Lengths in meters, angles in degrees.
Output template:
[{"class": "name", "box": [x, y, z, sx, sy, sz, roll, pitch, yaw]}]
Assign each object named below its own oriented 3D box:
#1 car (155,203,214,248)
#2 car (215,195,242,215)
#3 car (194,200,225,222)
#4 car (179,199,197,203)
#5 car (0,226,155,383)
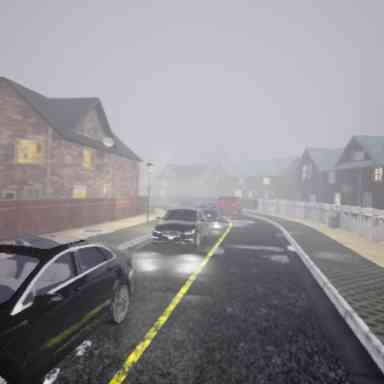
[{"class": "car", "box": [-0.372, 1.468, 14.804, 1.837, 1.490, 4.892, 2, 0, 10]}, {"class": "car", "box": [3.826, 1.406, 36.412, 2.150, 2.045, 5.566, 2, 0, -9]}, {"class": "car", "box": [1.360, 1.603, 27.336, 1.994, 1.385, 4.181, 2, 0, 2]}, {"class": "car", "box": [-0.235, 1.680, 49.303, 2.033, 1.411, 5.357, 2, -1, -25]}, {"class": "car", "box": [-2.286, 1.401, 4.306, 2.128, 1.511, 4.902, 2, 0, 10]}]
